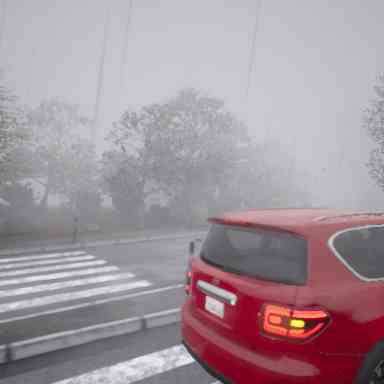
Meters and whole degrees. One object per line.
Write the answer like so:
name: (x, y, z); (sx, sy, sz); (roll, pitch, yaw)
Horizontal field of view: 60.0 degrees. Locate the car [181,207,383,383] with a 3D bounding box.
car: (2.535, 1.243, 4.666); (5.566, 2.045, 2.150); (0, -1, -31)
